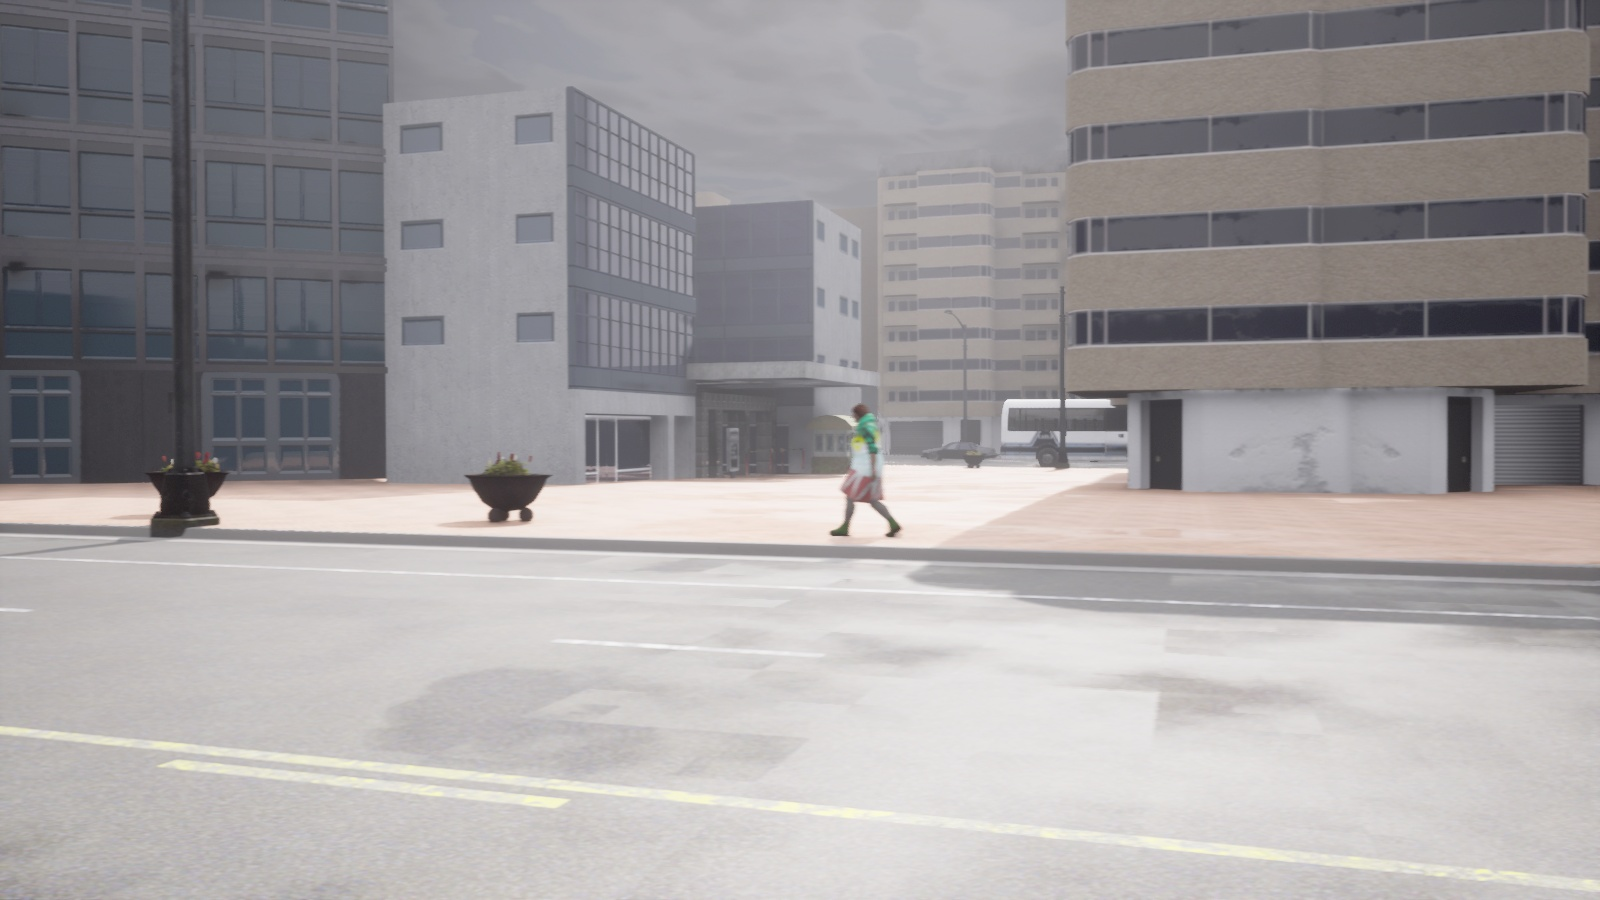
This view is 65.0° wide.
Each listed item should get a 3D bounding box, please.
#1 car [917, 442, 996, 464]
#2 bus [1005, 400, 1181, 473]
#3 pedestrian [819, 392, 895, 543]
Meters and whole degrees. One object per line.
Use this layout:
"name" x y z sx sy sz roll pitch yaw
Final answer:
"car" 11.245 0.210 90.182 5.357 1.411 2.033 1 1 17
"bus" 18.013 -0.868 77.110 10.273 4.253 3.944 1 1 17
"pedestrian" 0.761 0.217 16.680 0.873 1.952 0.659 0 1 16
